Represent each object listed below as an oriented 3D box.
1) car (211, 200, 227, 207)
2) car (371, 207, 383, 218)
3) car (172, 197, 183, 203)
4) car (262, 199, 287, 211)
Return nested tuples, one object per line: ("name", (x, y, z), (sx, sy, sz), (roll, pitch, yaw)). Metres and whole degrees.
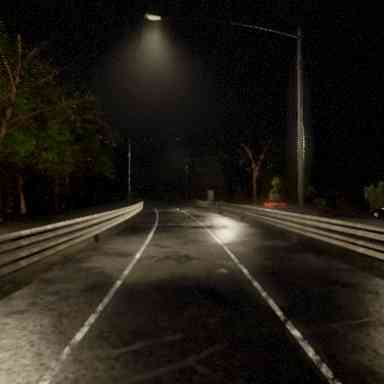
("car", (5.520, 2.395, 70.522), (1.895, 1.301, 4.718), (0, 0, -26))
("car", (22.079, 2.081, 36.311), (1.837, 1.490, 4.892), (0, 0, -26))
("car", (-3.784, 2.141, 89.751), (2.097, 1.767, 4.553), (0, 0, -26))
("car", (13.379, 1.999, 54.288), (2.097, 1.767, 4.553), (0, 0, -26))
